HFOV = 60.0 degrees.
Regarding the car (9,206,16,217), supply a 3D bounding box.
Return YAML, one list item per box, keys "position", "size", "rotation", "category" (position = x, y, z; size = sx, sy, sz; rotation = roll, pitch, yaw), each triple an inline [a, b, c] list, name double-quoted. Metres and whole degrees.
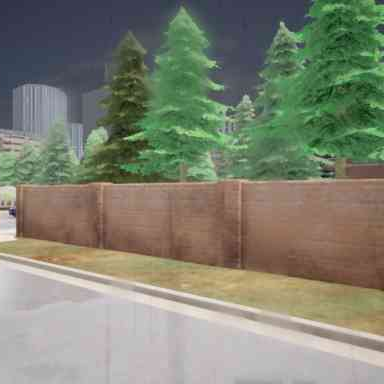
- position: [-14.018, 1.490, 30.423]
  size: [1.882, 1.535, 5.008]
  rotation: [0, 0, 35]
  category: "car"
